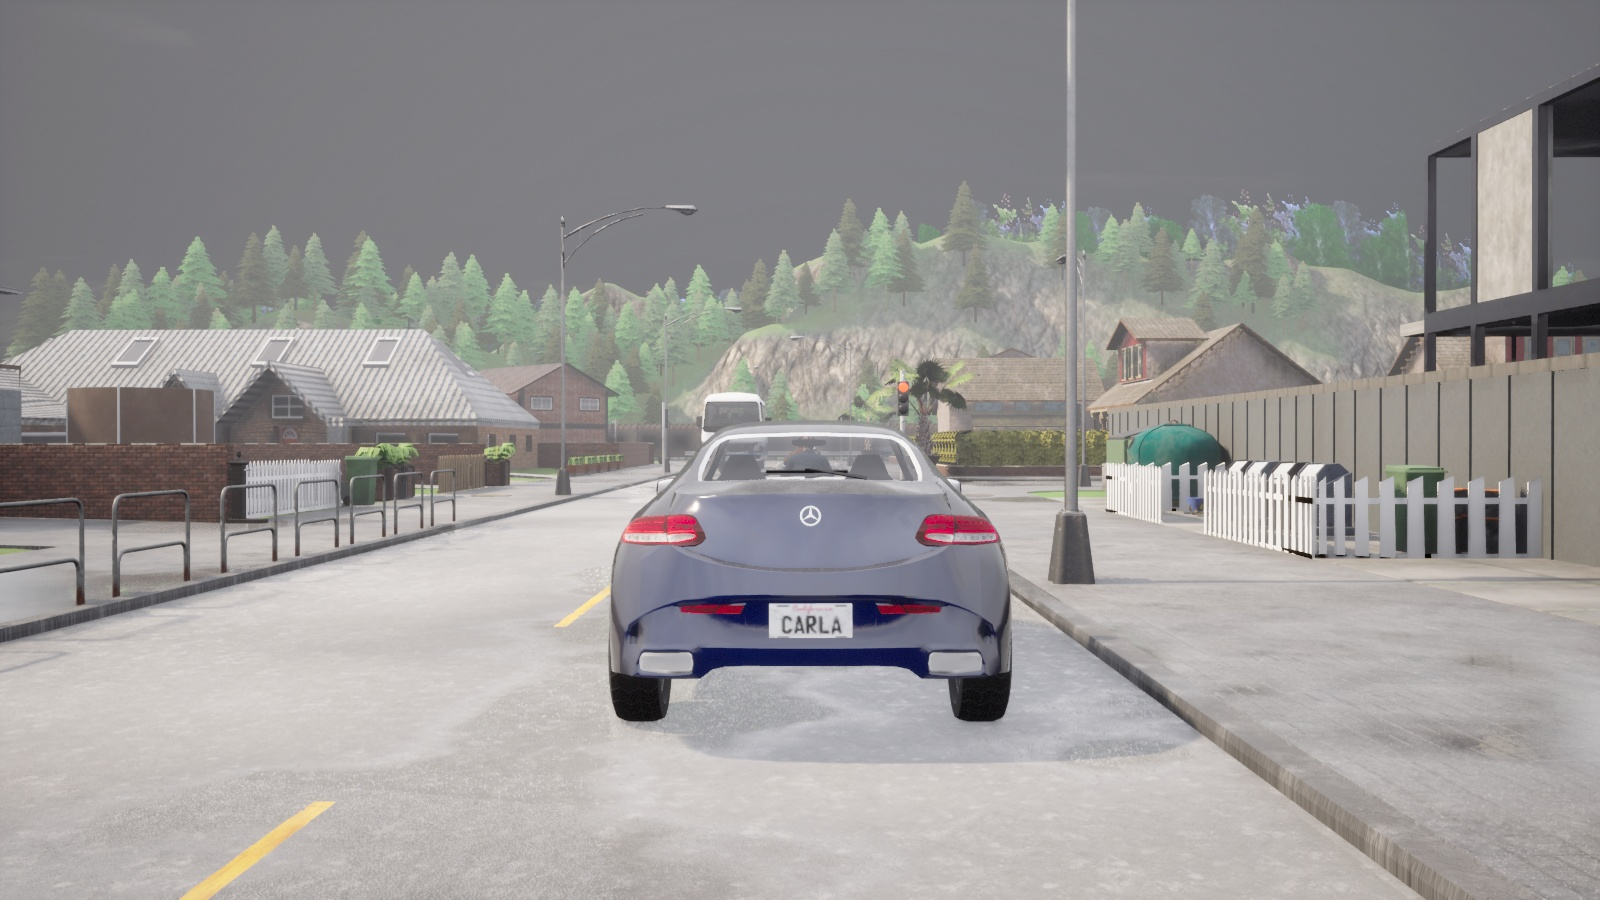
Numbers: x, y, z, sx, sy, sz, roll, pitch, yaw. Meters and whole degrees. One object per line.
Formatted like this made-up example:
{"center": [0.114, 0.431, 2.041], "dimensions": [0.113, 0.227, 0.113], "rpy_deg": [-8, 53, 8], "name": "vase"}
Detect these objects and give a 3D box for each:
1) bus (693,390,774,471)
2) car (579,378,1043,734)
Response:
{"center": [-3.597, -1.031, 70.552], "dimensions": [3.944, 4.253, 10.273], "rpy_deg": [0, 0, 0], "name": "bus"}
{"center": [0.061, 0.478, 8.349], "dimensions": [2.152, 1.651, 5.027], "rpy_deg": [0, 0, 0], "name": "car"}
